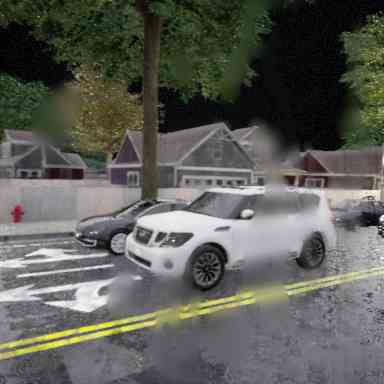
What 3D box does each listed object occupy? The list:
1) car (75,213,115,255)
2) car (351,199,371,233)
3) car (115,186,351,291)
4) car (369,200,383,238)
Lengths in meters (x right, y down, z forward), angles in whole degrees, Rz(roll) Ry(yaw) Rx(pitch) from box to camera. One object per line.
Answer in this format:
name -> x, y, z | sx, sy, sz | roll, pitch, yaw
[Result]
car -> -1.147, 0.975, 10.623 | 4.892, 1.490, 1.837 | 0, 3, -31
car -> 8.113, 1.058, 16.287 | 5.357, 1.411, 2.033 | 0, 3, -31
car -> 1.219, 0.870, 8.276 | 5.566, 2.045, 2.150 | 0, 3, -33
car -> 9.568, 1.039, 13.359 | 4.553, 1.767, 2.097 | 0, 3, -32
